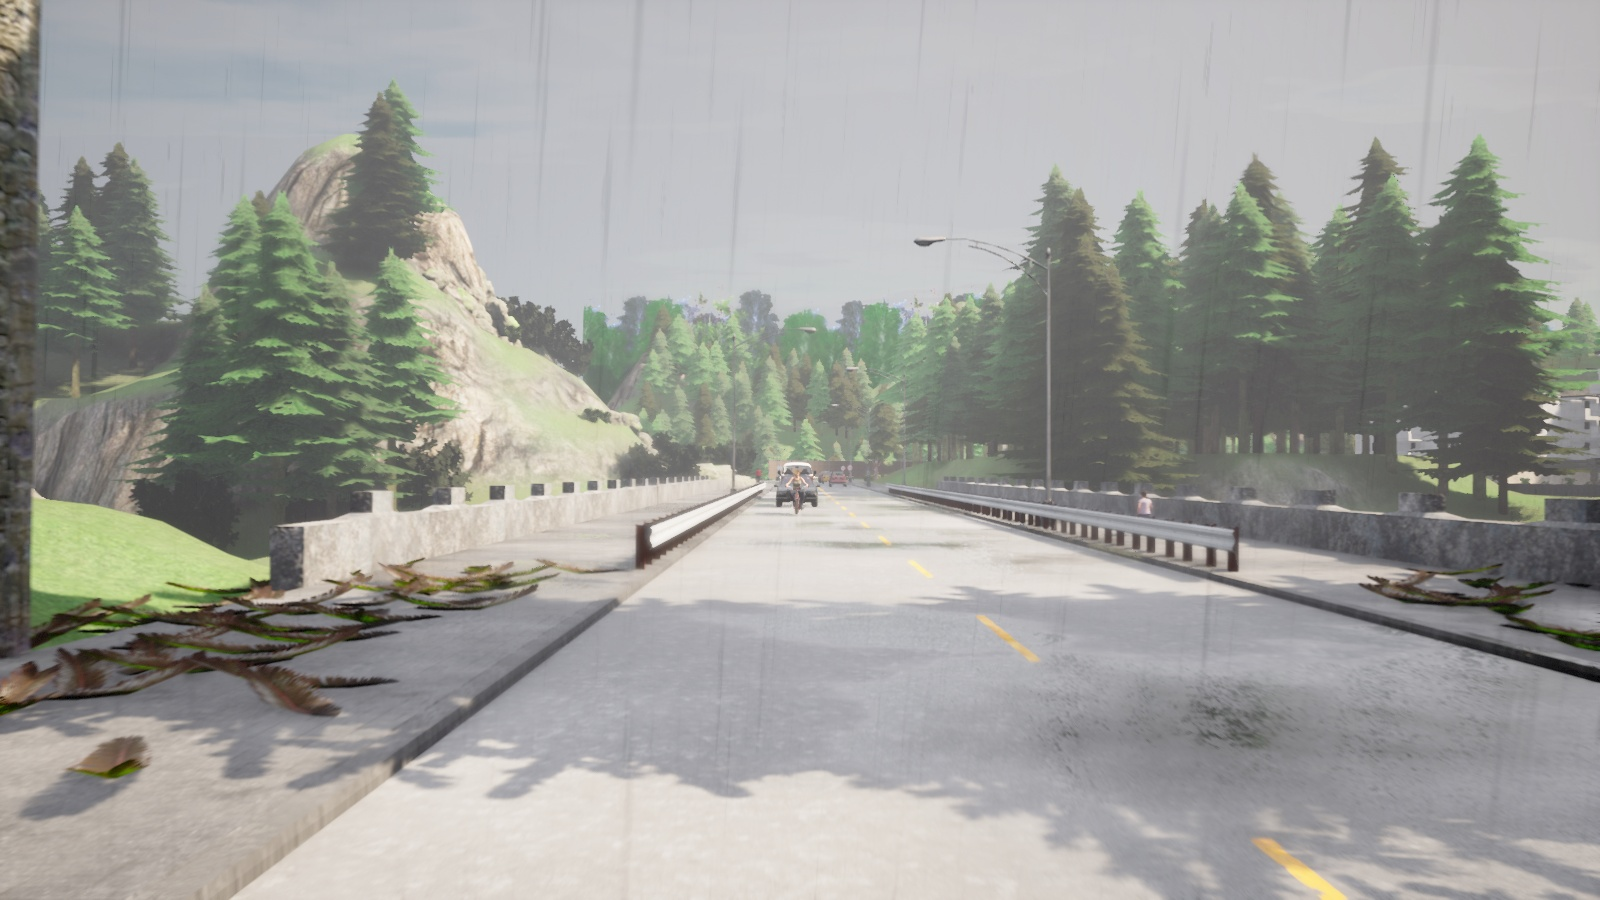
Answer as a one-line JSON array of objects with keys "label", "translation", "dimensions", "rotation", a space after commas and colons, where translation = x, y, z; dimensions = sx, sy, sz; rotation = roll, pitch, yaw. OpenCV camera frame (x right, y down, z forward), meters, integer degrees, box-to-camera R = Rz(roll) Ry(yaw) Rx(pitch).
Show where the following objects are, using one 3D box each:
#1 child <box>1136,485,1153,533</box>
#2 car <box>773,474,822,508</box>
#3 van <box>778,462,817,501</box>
[{"label": "child", "translation": [7.949, 1.358, 29.000], "dimensions": [0.255, 1.110, 0.394], "rotation": [0, -1, -3]}, {"label": "car", "translation": [-0.119, 1.793, 55.590], "dimensions": [2.033, 1.411, 5.357], "rotation": [0, -1, 0]}, {"label": "van", "translation": [-0.147, 1.683, 68.355], "dimensions": [2.069, 2.038, 4.480], "rotation": [0, -1, 0]}]
